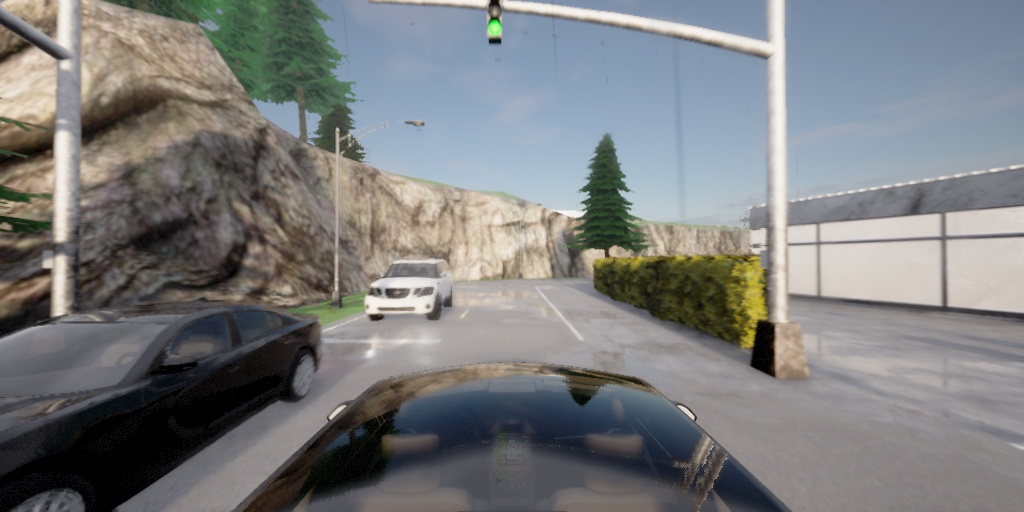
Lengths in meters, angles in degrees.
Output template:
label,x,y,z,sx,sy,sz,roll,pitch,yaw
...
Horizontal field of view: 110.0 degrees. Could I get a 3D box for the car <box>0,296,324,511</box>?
label,x,y,z,sx,sy,sz,roll,pitch,yaw
car,-3.777,1.250,3.601,1.882,1.535,5.008,0,-1,-4

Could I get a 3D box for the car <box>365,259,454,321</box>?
label,x,y,z,sx,sy,sz,roll,pitch,yaw
car,-3.531,1.113,13.459,2.150,2.045,5.566,0,0,-2
